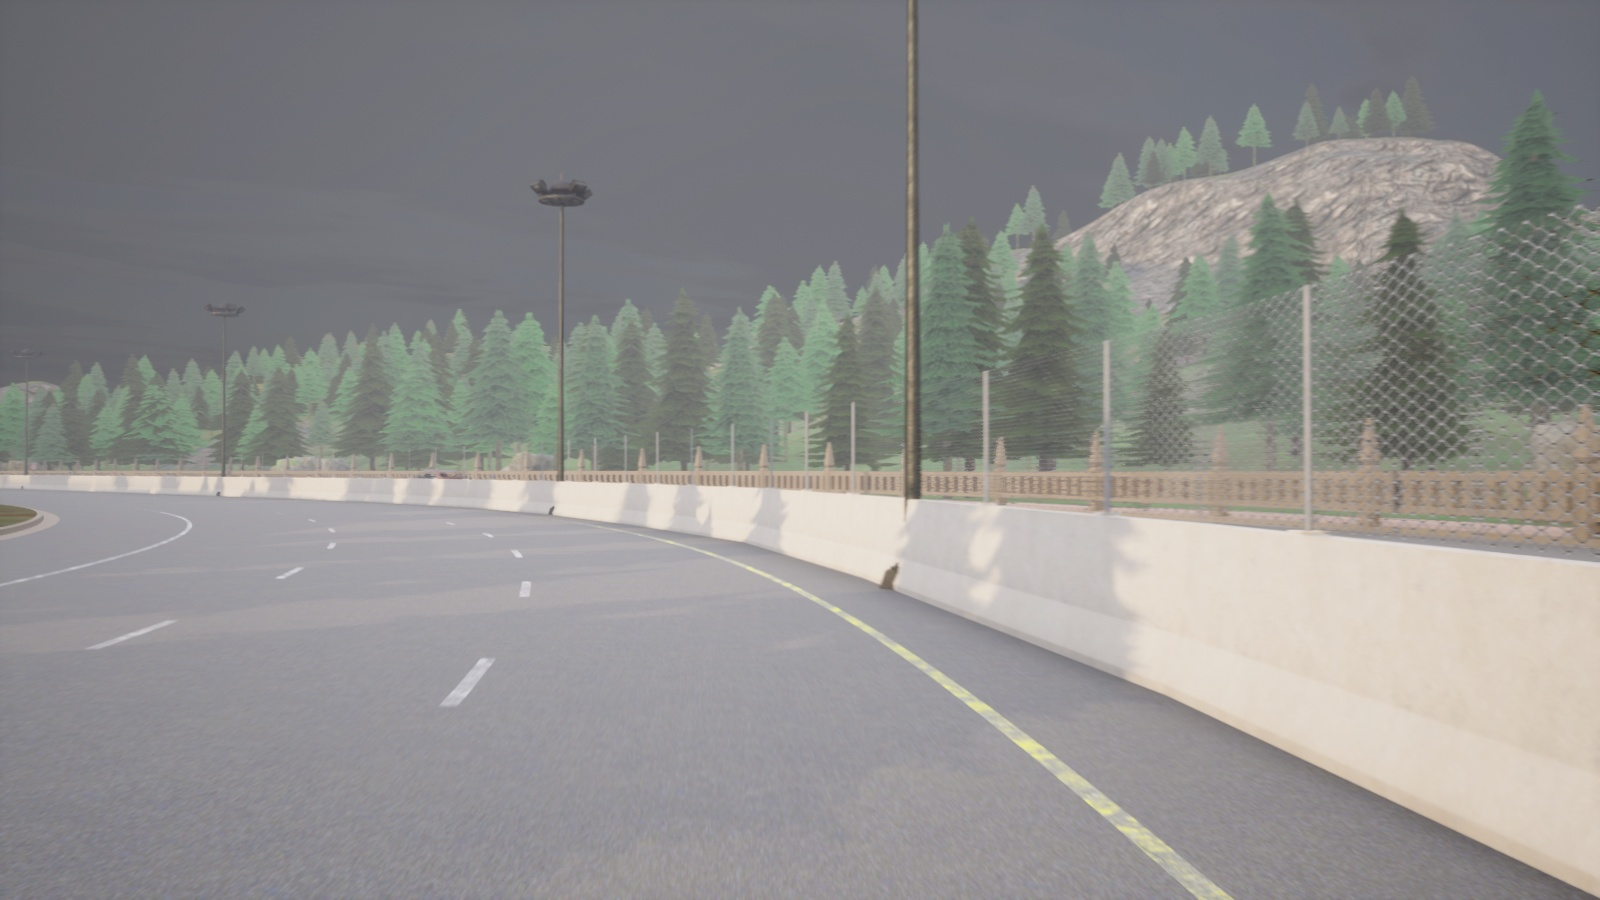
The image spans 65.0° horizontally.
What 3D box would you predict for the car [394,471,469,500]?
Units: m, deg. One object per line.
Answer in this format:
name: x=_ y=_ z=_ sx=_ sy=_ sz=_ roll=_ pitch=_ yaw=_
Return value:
car: x=-21.865 y=2.071 z=74.441 sx=4.611 sy=1.667 sz=2.242 roll=-1 pitch=-1 yaw=44
